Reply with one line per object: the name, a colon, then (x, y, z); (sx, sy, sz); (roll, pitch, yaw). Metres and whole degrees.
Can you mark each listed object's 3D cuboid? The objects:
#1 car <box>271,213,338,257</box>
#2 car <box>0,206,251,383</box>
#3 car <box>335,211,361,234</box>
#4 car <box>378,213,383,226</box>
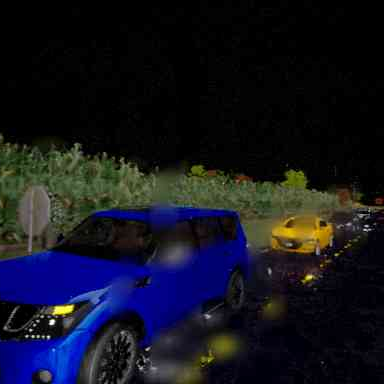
car: (5.201, 1.899, 15.394); (1.882, 1.535, 5.008); (1, -1, 32)
car: (-0.796, 1.278, 5.613); (2.150, 2.045, 5.566); (1, -1, 31)
car: (11.812, 2.331, 25.991); (1.837, 1.490, 4.892); (1, -1, 32)
car: (20.582, 2.842, 34.586); (1.994, 1.385, 4.181); (1, -1, 33)
